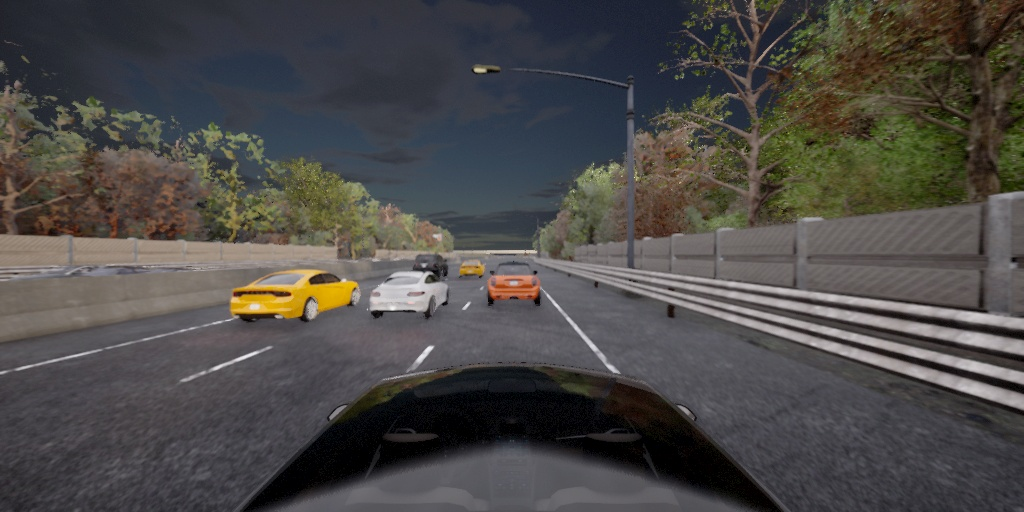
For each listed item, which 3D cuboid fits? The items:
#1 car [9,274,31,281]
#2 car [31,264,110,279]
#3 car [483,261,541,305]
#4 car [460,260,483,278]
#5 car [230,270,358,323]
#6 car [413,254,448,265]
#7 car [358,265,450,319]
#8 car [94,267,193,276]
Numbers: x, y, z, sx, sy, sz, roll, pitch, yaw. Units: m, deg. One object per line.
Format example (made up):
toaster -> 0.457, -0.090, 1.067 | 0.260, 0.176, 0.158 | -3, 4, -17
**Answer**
car -> -24.620, 1.243, 20.206 | 2.128, 1.511, 4.902 | 0, 0, 0
car -> -21.122, 1.289, 19.272 | 2.033, 1.411, 5.357 | 0, 0, 0
car -> 0.074, 1.029, 15.688 | 2.097, 1.767, 4.553 | 0, 0, 0
car -> -3.441, 1.101, 31.837 | 1.882, 1.535, 5.008 | 0, 0, 0
car -> -6.910, 1.200, 12.102 | 1.882, 1.535, 5.008 | 0, 0, 0
car -> -6.943, 0.861, 30.960 | 2.150, 2.045, 5.566 | 0, 0, 0
car -> -3.411, 1.232, 12.552 | 1.812, 1.442, 4.674 | 0, 0, 0
car -> -17.617, 1.298, 18.173 | 1.994, 1.385, 4.181 | 0, 0, 0
